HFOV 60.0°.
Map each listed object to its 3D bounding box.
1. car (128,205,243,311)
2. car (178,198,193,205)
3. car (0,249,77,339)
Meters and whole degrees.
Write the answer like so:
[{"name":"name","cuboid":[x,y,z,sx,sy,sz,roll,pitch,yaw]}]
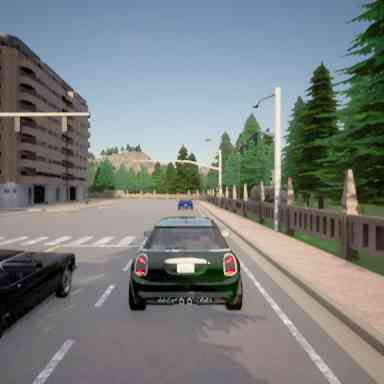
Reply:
[{"name":"car","cuboid":[-0.126,1.355,7.951,2.097,1.767,4.553,0,0,0]},{"name":"car","cuboid":[-0.861,1.493,44.259,1.882,1.535,5.008,0,0,-1]},{"name":"car","cuboid":[-3.543,1.603,5.580,1.895,1.301,4.718,0,0,-1]}]
